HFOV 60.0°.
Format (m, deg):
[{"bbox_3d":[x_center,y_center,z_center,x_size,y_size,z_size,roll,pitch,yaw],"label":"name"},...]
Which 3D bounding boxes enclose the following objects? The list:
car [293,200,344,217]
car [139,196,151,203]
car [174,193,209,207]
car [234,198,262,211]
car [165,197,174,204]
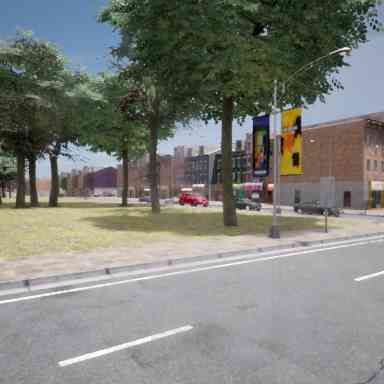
[{"bbox_3d":[12.187,1.596,32.265,1.837,1.490,4.892,1,0,-35],"label":"car"},{"bbox_3d":[-8.787,1.410,66.609,2.033,1.411,5.357,1,0,-35],"label":"car"},{"bbox_3d":[0.151,1.144,49.184,2.150,2.045,5.566,1,0,-35],"label":"car"},{"bbox_3d":[6.357,1.504,40.454,1.837,1.490,4.892,1,0,-35],"label":"car"},{"bbox_3d":[-2.914,1.497,58.458,1.895,1.301,4.718,1,0,-35],"label":"car"}]
